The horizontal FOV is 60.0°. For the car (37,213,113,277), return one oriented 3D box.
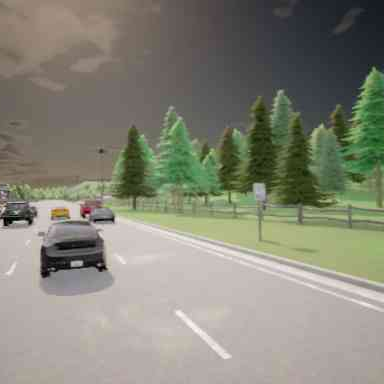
[{"bbox_3d":[-4.053,1.727,11.280,1.837,1.490,4.892,-1,0,-22],"label":"car"}]

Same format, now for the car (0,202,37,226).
[{"bbox_3d":[-15.632,1.925,30.255,2.150,2.045,5.566,-1,-1,-23],"label":"car"}]

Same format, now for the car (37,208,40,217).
[{"bbox_3d":[-20.640,2.465,42.412,1.837,1.490,4.892,-1,0,-22],"label":"car"}]

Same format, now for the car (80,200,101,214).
[{"bbox_3d":[-11.977,1.938,39.484,2.150,2.045,5.566,-1,0,-22],"label":"car"}]

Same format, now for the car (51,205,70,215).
[{"bbox_3d":[-15.162,2.258,38.293,1.882,1.535,5.008,-1,0,-22],"label":"car"}]

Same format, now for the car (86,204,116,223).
[{"bbox_3d":[-8.260,2.092,30.451,1.994,1.385,4.181,-1,-1,-22],"label":"car"}]
